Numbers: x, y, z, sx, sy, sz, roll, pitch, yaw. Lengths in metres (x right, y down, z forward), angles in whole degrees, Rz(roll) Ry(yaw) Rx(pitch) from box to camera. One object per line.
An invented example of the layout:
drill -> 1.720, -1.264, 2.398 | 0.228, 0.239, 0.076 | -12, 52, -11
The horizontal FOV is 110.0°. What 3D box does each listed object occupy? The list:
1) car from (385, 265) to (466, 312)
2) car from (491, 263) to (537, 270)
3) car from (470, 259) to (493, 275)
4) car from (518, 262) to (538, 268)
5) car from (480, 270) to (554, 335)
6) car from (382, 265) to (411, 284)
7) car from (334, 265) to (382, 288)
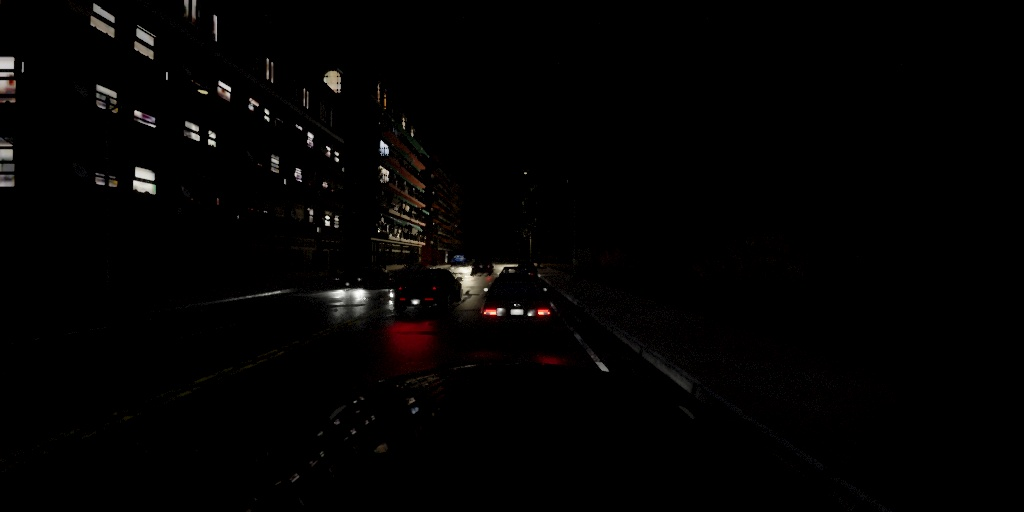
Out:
car -> -3.144, 1.255, 14.113 | 1.837, 1.490, 4.892 | 0, 0, 0
car -> 0.110, 1.300, 20.867 | 2.033, 1.411, 5.357 | 0, 0, 0
car -> -3.129, 1.104, 38.419 | 2.097, 1.767, 4.553 | 0, 0, 0
car -> 1.154, 1.258, 30.634 | 1.837, 1.490, 4.892 | 0, 0, 0
car -> 0.107, 1.299, 10.505 | 2.033, 1.411, 5.357 | 0, 0, 0
car -> -6.585, 1.300, 24.101 | 2.033, 1.411, 5.357 | 0, 0, 0
car -> -9.836, 1.300, 24.095 | 2.033, 1.411, 5.357 | 0, 0, 0
